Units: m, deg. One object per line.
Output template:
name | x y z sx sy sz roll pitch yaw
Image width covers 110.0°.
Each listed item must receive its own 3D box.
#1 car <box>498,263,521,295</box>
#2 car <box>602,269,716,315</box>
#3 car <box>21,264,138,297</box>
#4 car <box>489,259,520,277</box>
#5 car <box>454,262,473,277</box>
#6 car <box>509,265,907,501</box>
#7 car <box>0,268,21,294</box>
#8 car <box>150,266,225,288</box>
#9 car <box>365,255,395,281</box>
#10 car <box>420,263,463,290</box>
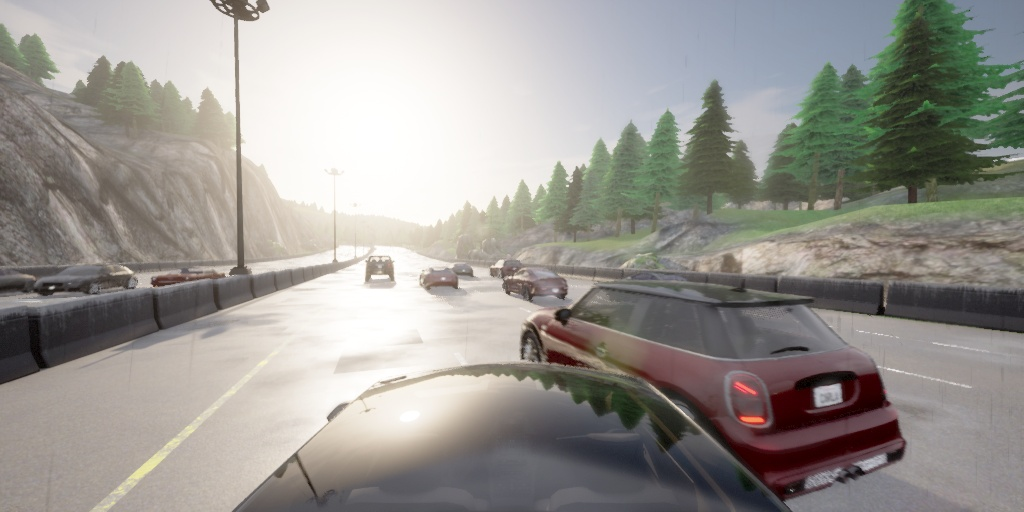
car | 1.039 1.262 17.148 1.812 1.442 4.674 0 0 -20
car | 5.688 1.309 14.520 1.994 1.385 4.181 0 0 -20
car | -22.125 1.214 18.889 1.837 1.490 4.892 0 0 -20
car | -0.514 1.074 31.786 2.097 1.767 4.553 0 0 -20
car | -5.015 1.277 33.965 1.994 1.385 4.181 0 0 -20
car | 1.745 1.101 4.791 2.097 1.767 4.553 0 0 -20
car | -25.108 1.272 16.843 1.994 1.385 4.181 0 0 -20
car | -19.398 1.310 21.650 1.895 1.301 4.718 0 0 -20
car | -10.961 0.930 29.811 2.150 2.045 5.566 0 0 -20
car | -4.678 1.289 22.675 1.994 1.385 4.181 0 0 -20
